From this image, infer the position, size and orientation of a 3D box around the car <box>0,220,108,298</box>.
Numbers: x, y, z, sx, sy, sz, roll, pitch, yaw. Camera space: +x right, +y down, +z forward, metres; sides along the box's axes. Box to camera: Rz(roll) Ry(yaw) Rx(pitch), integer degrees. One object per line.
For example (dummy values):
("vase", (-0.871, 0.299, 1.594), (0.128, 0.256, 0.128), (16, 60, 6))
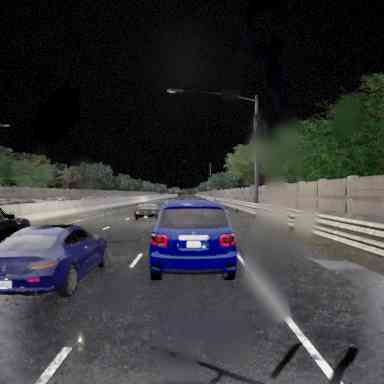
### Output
("car", (-3.483, 1.539, 8.434), (1.812, 1.442, 4.674), (0, 0, 0))

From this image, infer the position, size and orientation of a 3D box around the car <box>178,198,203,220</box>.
("car", (-0.170, 1.419, 29.986), (2.097, 1.767, 4.553), (0, 0, -1))

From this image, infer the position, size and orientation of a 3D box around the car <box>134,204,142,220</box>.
("car", (-3.659, 1.664, 28.363), (1.895, 1.301, 4.718), (0, 0, -1))

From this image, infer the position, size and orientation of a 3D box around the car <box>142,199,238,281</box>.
("car", (0.010, 1.241, 10.029), (2.150, 2.045, 5.566), (0, 0, -1))

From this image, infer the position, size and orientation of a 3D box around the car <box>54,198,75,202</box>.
("car", (-21.546, 1.745, 57.541), (1.994, 1.385, 4.181), (0, 0, 0))

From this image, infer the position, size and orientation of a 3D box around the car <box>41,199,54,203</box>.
("car", (-25.043, 1.778, 56.657), (1.895, 1.301, 4.718), (0, 0, 0))

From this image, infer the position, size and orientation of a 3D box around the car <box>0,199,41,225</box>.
("car", (-6.990, 1.241, 10.098), (2.150, 2.045, 5.566), (0, 0, -1))
